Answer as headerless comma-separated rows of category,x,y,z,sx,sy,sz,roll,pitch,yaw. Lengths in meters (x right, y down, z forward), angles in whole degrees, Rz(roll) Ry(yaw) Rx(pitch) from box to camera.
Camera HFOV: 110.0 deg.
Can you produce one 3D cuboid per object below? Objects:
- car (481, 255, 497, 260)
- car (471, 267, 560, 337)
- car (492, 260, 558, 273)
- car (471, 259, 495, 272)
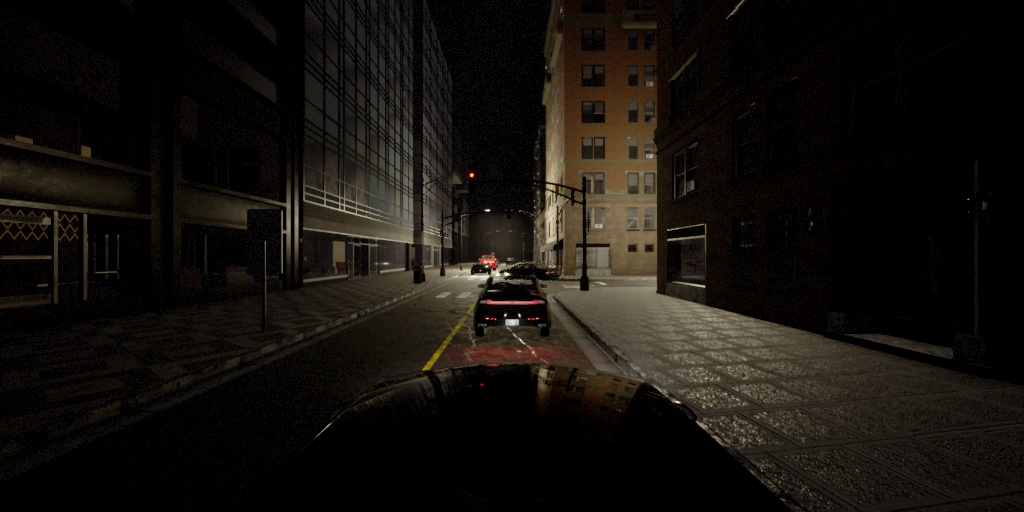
car,-3.235,0.940,48.457,2.150,2.045,5.566,0,0,0
car,0.016,1.240,10.286,2.128,1.511,4.902,0,0,0
car,1.239,1.279,28.593,5.357,1.411,2.033,0,0,42
car,-3.211,1.291,38.158,1.994,1.385,4.181,0,0,0
